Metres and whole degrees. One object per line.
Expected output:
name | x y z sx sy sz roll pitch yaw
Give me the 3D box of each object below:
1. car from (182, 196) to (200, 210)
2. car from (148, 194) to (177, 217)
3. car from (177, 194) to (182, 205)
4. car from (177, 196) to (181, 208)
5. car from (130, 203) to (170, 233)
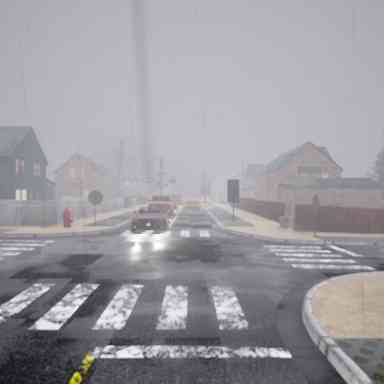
car | -0.018 1.538 43.533 1.882 1.535 5.008 0 0 0
car | -2.926 1.250 31.999 2.150 2.045 5.566 0 0 0
car | -2.913 1.336 60.385 2.150 2.045 5.566 0 0 0
car | -2.948 1.626 44.206 1.994 1.385 4.181 0 0 0
car | -2.534 1.576 19.887 1.994 1.385 4.181 0 0 -5
